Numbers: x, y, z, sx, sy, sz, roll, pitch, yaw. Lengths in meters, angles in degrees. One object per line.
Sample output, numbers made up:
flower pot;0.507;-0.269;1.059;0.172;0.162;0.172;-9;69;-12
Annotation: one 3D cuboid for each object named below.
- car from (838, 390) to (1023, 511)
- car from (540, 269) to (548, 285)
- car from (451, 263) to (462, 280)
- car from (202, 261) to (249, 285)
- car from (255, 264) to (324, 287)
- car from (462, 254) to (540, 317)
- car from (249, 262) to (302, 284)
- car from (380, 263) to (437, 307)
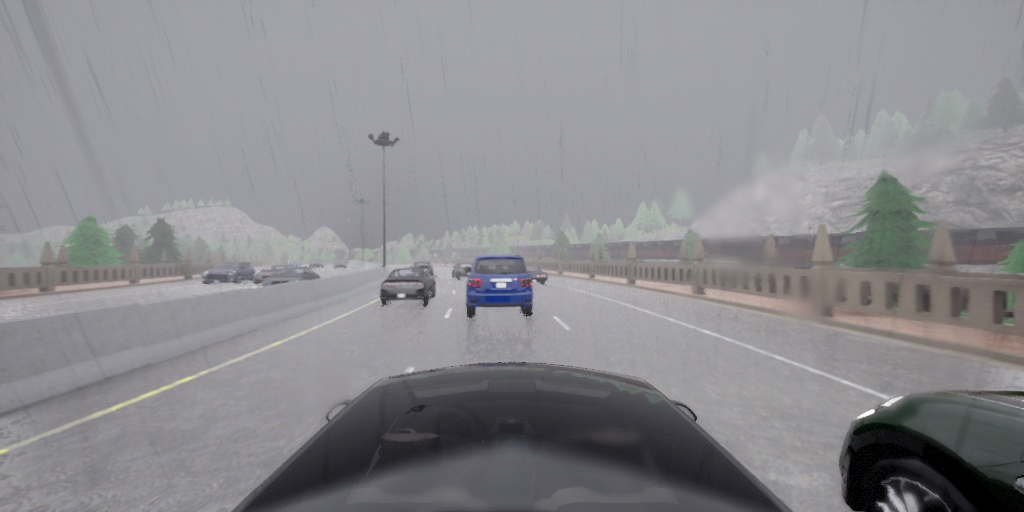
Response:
car;3.378;1.094;0.676;2.097;1.767;4.553;0;0;1
car;0.994;1.331;25.573;1.895;1.301;4.718;0;0;-12
car;-4.151;1.277;31.467;1.812;1.442;4.674;0;0;-16
car;-21.320;1.202;27.210;2.097;1.767;4.553;0;0;-18
car;-12.495;1.360;20.630;1.994;1.385;4.181;0;0;-12
car;-0.578;0.968;13.413;2.150;2.045;5.566;0;0;-5
car;-17.627;1.392;27.016;1.994;1.385;4.181;0;0;-16
car;-4.402;1.252;15.676;2.128;1.511;4.902;0;0;-7
